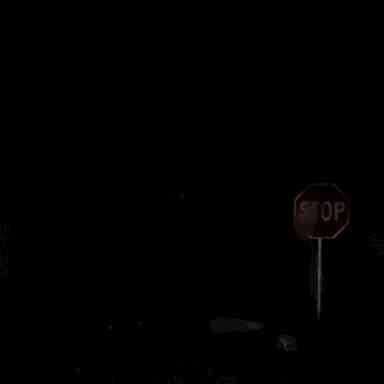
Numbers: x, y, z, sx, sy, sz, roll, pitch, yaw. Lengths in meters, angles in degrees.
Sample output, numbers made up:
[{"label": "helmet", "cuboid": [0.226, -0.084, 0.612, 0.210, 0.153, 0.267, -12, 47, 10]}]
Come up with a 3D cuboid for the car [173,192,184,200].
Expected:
[{"label": "car", "cuboid": [-2.740, 0.726, 66.307, 2.097, 1.767, 4.553, 0, 1, 0]}]
